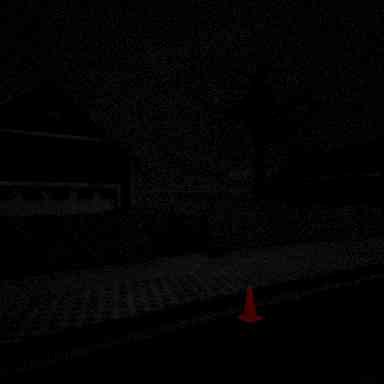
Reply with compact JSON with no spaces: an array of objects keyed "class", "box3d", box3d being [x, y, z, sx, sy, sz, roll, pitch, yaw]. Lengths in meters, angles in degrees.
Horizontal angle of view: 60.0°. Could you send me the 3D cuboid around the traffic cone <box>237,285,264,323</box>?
[{"class":"traffic cone","box3d":[1.042,1.954,5.931,0.340,0.580,0.340,0,0,-34]}]
